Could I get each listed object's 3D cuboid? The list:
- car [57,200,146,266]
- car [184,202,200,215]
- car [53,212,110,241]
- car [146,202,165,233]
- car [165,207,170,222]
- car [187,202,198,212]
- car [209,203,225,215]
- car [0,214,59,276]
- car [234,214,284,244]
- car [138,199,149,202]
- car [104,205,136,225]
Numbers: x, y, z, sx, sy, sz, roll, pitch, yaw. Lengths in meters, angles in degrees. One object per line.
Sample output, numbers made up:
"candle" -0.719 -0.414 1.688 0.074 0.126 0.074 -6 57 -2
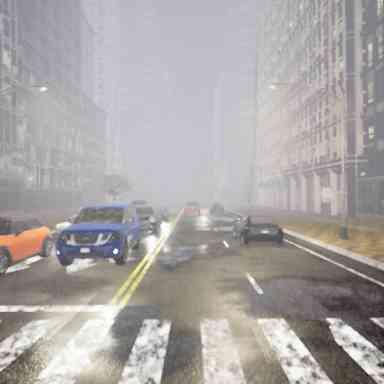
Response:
"car" -3.357 1.498 13.087 2.150 2.045 5.566 -1 -1 -1
"car" 0.046 2.068 44.556 2.097 1.767 4.553 -1 -1 0
"car" -6.554 2.016 20.284 1.895 1.301 4.718 -1 -1 0
"car" -3.295 1.776 22.895 2.097 1.767 4.553 -1 -1 0
"car" -3.217 2.175 32.943 1.895 1.301 4.718 -1 -1 0
"car" 0.059 2.383 54.232 1.812 1.442 4.674 -1 -1 0
"car" 3.308 2.206 44.249 1.812 1.442 4.674 -1 -1 0
"car" -6.618 1.632 11.299 2.097 1.767 4.553 -1 -1 1
"car" 3.366 1.843 17.385 1.994 1.385 4.181 -1 -1 0
"car" -6.460 1.947 41.112 2.150 2.045 5.566 -1 -1 0
"car" -6.470 2.046 30.539 1.882 1.535 5.008 -1 -1 0
